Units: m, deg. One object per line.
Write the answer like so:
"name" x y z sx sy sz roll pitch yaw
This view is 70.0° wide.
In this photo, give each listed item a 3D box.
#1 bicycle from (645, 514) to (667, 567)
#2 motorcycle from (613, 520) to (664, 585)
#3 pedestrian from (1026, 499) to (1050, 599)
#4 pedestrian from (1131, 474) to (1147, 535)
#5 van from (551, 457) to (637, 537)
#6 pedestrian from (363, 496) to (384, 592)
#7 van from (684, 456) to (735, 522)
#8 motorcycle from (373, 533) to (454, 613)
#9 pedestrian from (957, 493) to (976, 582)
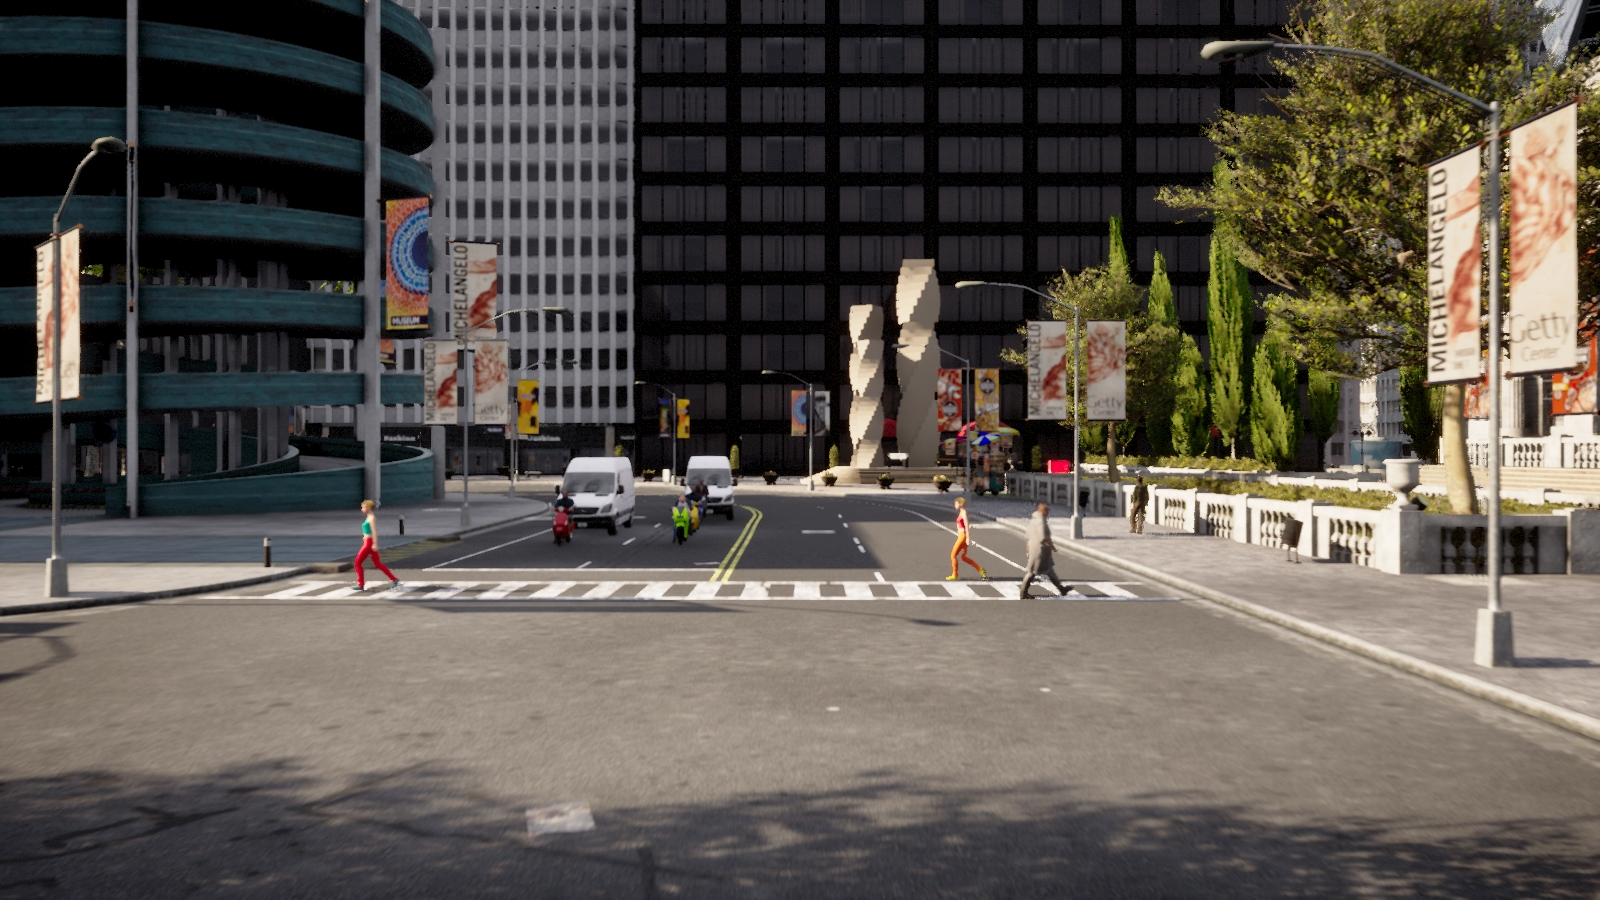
"bicycle" -3.555 2.211 28.301 0.329 1.171 1.835 0 0 -1
"motorcycle" -3.470 2.183 24.661 0.856 1.236 1.805 0 0 -1
"pedestrian" 4.470 1.849 21.457 0.375 1.860 0.375 0 0 0
"pedestrian" 10.559 1.697 35.591 0.375 1.860 0.375 0 0 -5
"van" -7.067 1.535 39.749 1.988 2.561 5.915 0 0 -1
"pedestrian" -8.450 1.849 22.640 0.375 1.860 0.375 0 0 -16
"van" -3.808 1.536 47.633 1.988 2.561 5.915 0 0 -5
"motorcycle" -6.929 2.183 20.588 0.856 1.236 1.805 0 0 0
"pedestrian" 3.549 1.849 24.347 0.375 1.860 0.375 0 0 6
